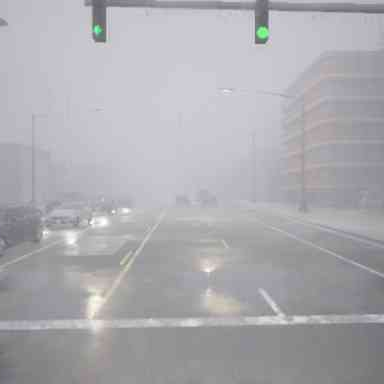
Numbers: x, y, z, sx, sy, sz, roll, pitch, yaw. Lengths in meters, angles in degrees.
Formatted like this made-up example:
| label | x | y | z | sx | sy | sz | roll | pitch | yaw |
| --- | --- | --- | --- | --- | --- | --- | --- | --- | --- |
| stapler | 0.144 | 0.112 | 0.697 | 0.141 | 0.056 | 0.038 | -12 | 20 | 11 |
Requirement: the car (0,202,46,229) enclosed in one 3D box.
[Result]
| label | x | y | z | sx | sy | sz | roll | pitch | yaw |
| --- | --- | --- | --- | --- | --- | --- | --- | --- | --- |
| car | -11.242 | 1.409 | 21.377 | 1.994 | 1.385 | 4.181 | 0 | 1 | -2 |

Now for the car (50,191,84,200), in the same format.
| label | x | y | z | sx | sy | sz | roll | pitch | yaw |
| --- | --- | --- | --- | --- | --- | --- | --- | --- | --- |
| car | -11.534 | 0.912 | 30.817 | 2.150 | 2.045 | 5.566 | 0 | 1 | -2 |

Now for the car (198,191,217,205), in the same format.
| label | x | y | z | sx | sy | sz | roll | pitch | yaw |
| --- | --- | --- | --- | --- | --- | --- | --- | --- | --- |
| car | 2.228 | 0.999 | 44.299 | 1.994 | 1.385 | 4.181 | 0 | 1 | -2 |

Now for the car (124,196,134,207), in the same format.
| label | x | y | z | sx | sy | sz | roll | pitch | yaw |
| --- | --- | --- | --- | --- | --- | --- | --- | --- | --- |
| car | -8.321 | 1.119 | 40.799 | 1.895 | 1.301 | 4.718 | 0 | 1 | -1 |

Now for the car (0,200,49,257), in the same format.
| label | x | y | z | sx | sy | sz | roll | pitch | yaw |
| --- | --- | --- | --- | --- | --- | --- | --- | --- | --- |
| car | -7.456 | 1.301 | 12.518 | 2.097 | 1.767 | 4.553 | 0 | 1 | -2 |

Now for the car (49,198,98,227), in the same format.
| label | x | y | z | sx | sy | sz | roll | pitch | yaw |
| --- | --- | --- | --- | --- | --- | --- | --- | --- | --- |
| car | -7.741 | 1.362 | 21.397 | 1.812 | 1.442 | 4.674 | 0 | 1 | -2 |

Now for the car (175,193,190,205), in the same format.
| label | x | y | z | sx | sy | sz | roll | pitch | yaw |
| --- | --- | --- | --- | --- | --- | --- | --- | --- | --- |
| car | -1.276 | 0.920 | 44.337 | 1.882 | 1.535 | 5.008 | 0 | 1 | -2 |

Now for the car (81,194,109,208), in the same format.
| label | x | y | z | sx | sy | sz | roll | pitch | yaw |
| --- | --- | --- | --- | --- | --- | --- | --- | --- | --- |
| car | -11.826 | 1.013 | 41.064 | 2.128 | 1.511 | 4.902 | 0 | 1 | -1 |

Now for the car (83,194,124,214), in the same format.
| label | x | y | z | sx | sy | sz | roll | pitch | yaw |
| --- | --- | --- | --- | --- | --- | --- | --- | --- | --- |
| car | -8.034 | 1.175 | 30.673 | 2.128 | 1.511 | 4.902 | 0 | 1 | -2 |

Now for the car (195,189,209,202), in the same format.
| label | x | y | z | sx | sy | sz | roll | pitch | yaw |
| --- | --- | --- | --- | --- | --- | --- | --- | --- | --- |
| car | 1.807 | 0.514 | 54.273 | 2.150 | 2.045 | 5.566 | 0 | 0 | -2 |

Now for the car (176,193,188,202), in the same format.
| label | x | y | z | sx | sy | sz | roll | pitch | yaw |
| --- | --- | --- | --- | --- | --- | --- | --- | --- | --- |
| car | -1.700 | 0.900 | 54.410 | 1.895 | 1.301 | 4.718 | 0 | 0 | -2 |
